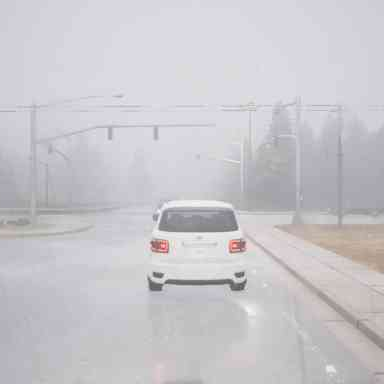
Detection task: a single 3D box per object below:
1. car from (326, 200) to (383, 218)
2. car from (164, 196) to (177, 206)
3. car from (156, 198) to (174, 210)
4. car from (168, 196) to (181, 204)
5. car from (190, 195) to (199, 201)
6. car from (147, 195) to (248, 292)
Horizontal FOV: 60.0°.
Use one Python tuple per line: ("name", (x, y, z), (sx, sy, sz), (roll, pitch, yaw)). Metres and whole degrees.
("car", (14.941, 1.518, 30.488), (4.902, 1.511, 2.128), (0, 0, 1))
("car", (-3.556, 1.505, 55.126), (1.837, 1.490, 4.892), (0, 0, 0))
("car", (-3.584, 1.547, 44.939), (2.033, 1.411, 5.357), (0, 0, 0))
("car", (-3.422, 1.491, 65.392), (2.128, 1.511, 4.902), (0, 0, 1))
("car", (0.686, 1.525, 84.032), (2.128, 1.511, 4.902), (0, 0, 2))
("car", (0.069, 1.218, 9.085), (2.150, 2.045, 5.566), (0, 0, -2))
